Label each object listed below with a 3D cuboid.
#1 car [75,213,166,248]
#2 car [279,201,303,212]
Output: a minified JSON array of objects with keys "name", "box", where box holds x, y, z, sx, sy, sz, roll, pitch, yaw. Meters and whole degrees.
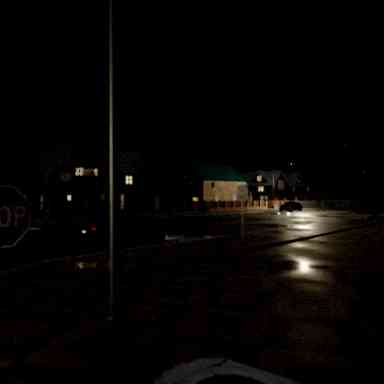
[{"name":"car","box":[-3.208,1.679,15.517,1.994,1.385,4.181,-1,-1,43]},{"name":"car","box":[14.506,2.172,48.732,1.837,1.490,4.892,-1,-1,43]}]
